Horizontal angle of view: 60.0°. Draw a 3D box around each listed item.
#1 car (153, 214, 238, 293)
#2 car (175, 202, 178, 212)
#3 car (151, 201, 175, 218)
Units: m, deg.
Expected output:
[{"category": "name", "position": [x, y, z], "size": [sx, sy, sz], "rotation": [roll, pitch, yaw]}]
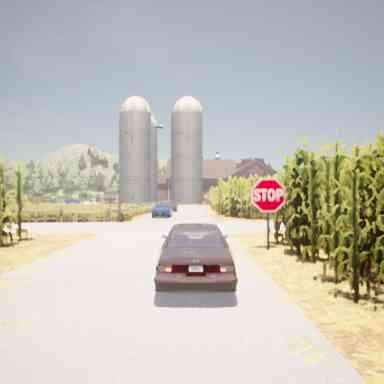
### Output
[{"category": "car", "position": [0.087, 1.549, 8.973], "size": [2.033, 1.411, 5.357], "rotation": [0, 0, 0]}, {"category": "car", "position": [-3.127, 2.138, 48.843], "size": [1.882, 1.535, 5.008], "rotation": [0, -1, 0]}, {"category": "car", "position": [-3.153, 1.913, 35.400], "size": [1.882, 1.535, 5.008], "rotation": [0, -1, 0]}]
